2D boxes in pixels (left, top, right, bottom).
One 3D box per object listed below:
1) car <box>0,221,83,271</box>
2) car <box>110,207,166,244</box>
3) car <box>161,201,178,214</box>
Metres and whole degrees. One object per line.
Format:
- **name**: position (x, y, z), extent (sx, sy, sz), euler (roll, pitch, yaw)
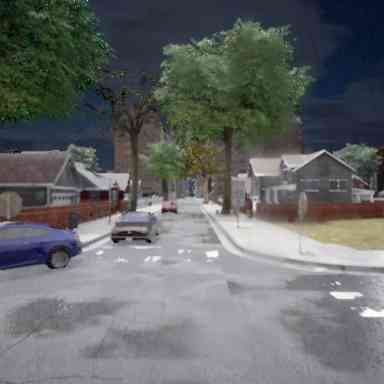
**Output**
- **car**: position (-5.489, 1.598, 9.602), extent (1.812, 1.442, 4.674), euler (0, -1, 43)
- **car**: position (-2.727, 1.710, 17.123), extent (2.033, 1.411, 5.357), euler (0, -1, 0)
- **car**: position (-2.682, 1.867, 40.482), extent (1.882, 1.535, 5.008), euler (0, -1, 0)
